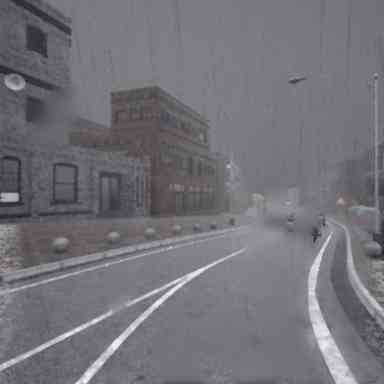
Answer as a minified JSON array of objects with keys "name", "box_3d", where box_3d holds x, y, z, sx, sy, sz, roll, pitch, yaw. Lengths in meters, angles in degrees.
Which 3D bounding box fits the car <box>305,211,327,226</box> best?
[{"name":"car","box_3d":[13.756,2.895,37.010,2.128,1.511,4.902,0,-3,20]}]

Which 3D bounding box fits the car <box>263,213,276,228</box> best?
[{"name":"car","box_3d":[7.884,2.637,30.778,1.895,1.301,4.718,0,-3,23]}]

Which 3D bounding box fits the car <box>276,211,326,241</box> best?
[{"name":"car","box_3d":[6.821,2.043,20.318,2.128,1.511,4.902,0,-3,24]}]

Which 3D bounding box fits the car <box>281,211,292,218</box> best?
[{"name":"car","box_3d":[19.859,4.800,70.005,1.812,1.442,4.674,0,-4,12]}]
